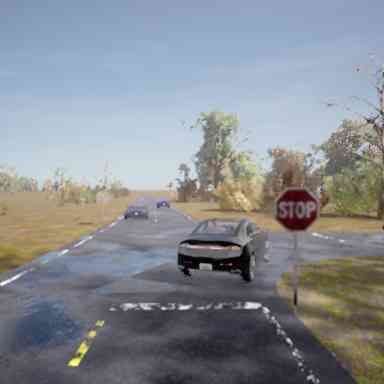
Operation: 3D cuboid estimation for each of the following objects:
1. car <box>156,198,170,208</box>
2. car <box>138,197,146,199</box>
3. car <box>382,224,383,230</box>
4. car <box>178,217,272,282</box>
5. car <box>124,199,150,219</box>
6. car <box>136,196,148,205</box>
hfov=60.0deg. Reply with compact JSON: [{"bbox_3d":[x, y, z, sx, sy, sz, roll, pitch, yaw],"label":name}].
[{"bbox_3d":[-4.377,1.609,49.980,1.812,1.442,4.674,0,0,-8],"label":"car"},{"bbox_3d":[-5.862,1.591,37.922,1.812,1.442,4.674,0,0,-8],"label":"car"},{"bbox_3d":[12.528,1.623,17.762,4.181,1.385,1.994,0,0,-8],"label":"car"},{"bbox_3d":[1.159,1.510,9.968,2.128,1.511,4.902,0,0,20],"label":"car"},{"bbox_3d":[-4.831,1.615,29.336,1.994,1.385,4.181,0,0,-6],"label":"car"},{"bbox_3d":[-9.349,1.597,62.510,2.128,1.511,4.902,0,0,-8],"label":"car"}]
